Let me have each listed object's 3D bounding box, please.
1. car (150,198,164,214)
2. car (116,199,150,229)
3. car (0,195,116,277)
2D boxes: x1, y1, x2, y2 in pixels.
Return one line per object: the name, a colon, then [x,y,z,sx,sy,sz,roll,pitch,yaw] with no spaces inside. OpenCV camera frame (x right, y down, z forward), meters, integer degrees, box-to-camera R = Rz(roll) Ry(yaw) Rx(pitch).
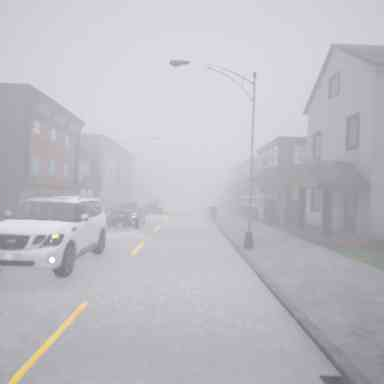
car: [-4.357,1.507,38.542,2.097,1.767,4.553,2,0,0]
car: [-4.302,1.373,22.063,2.097,1.767,4.553,2,0,0]
car: [-4.202,1.150,10.359,2.150,2.045,5.566,2,0,0]
